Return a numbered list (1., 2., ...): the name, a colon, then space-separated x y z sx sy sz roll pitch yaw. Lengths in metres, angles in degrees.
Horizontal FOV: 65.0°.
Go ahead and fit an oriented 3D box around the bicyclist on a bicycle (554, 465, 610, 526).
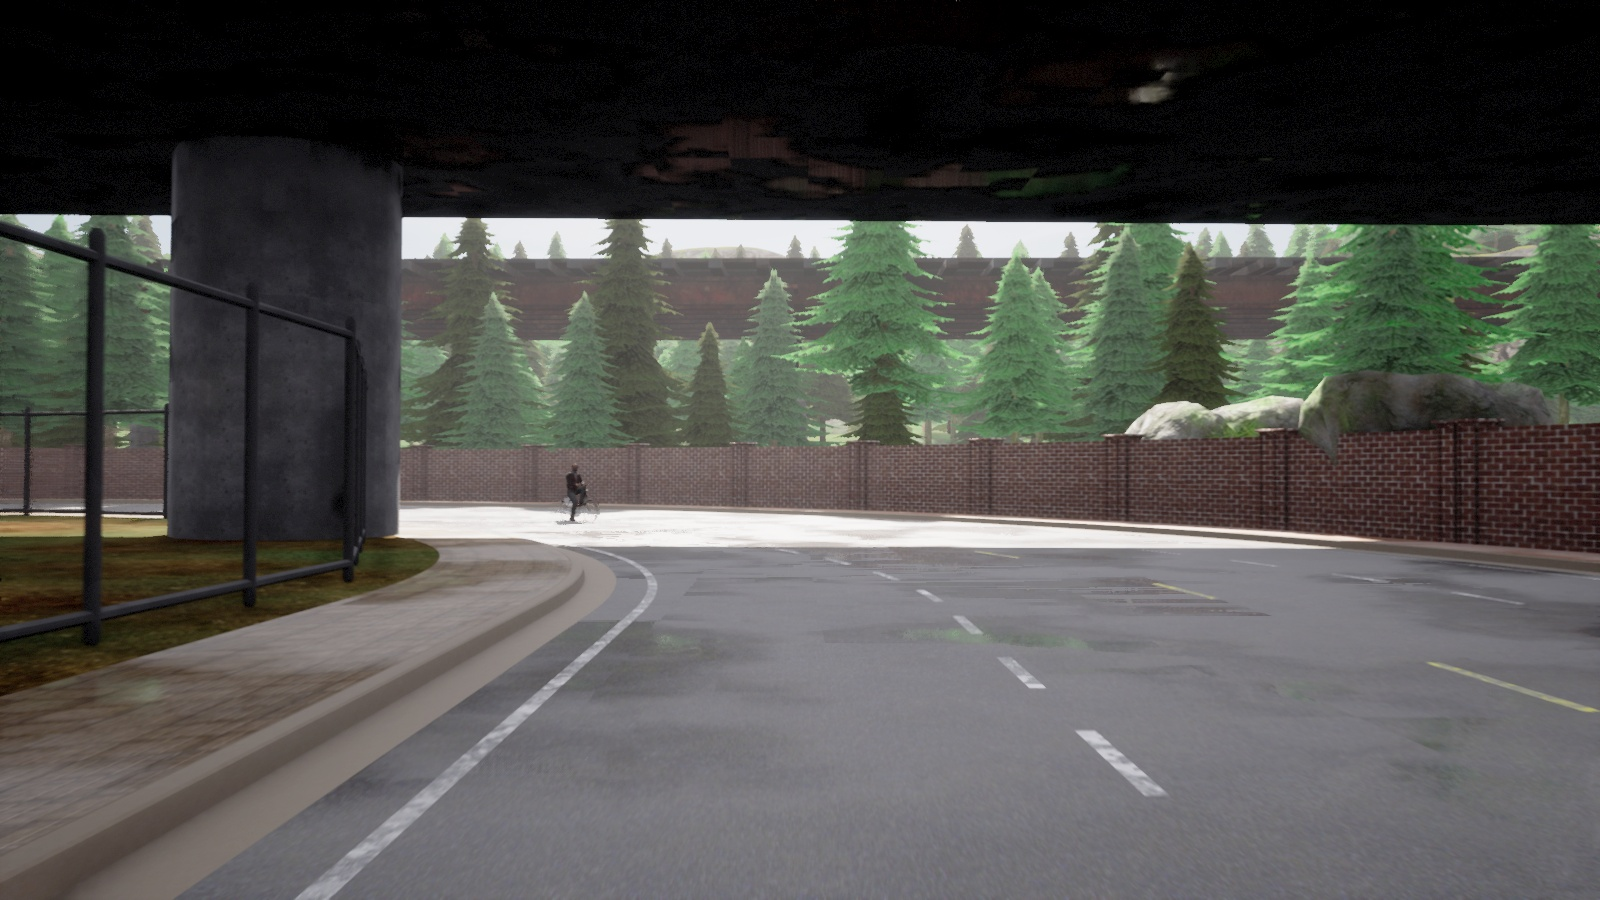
1. bicyclist on a bicycle: -6.478 1.335 37.260 1.843 1.776 0.659 -1 -1 44
